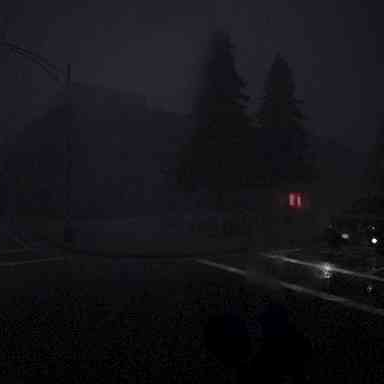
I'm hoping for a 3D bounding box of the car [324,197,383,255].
[{"bbox_3d":[7.779,1.248,13.701,5.566,2.045,2.150,0,0,-36],"label":"car"}]
